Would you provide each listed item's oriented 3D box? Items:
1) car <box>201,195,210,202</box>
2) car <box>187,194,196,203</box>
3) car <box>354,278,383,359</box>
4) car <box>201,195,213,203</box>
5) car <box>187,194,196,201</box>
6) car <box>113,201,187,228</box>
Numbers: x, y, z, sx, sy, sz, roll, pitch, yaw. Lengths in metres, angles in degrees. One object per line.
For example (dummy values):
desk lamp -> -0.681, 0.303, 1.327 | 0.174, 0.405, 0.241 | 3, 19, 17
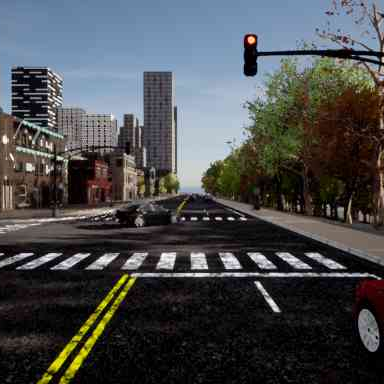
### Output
car -> 3.088, 1.476, 76.321 | 1.837, 1.490, 4.892 | 0, 0, 0
car -> -0.145, 1.507, 66.010 | 1.812, 1.442, 4.674 | 0, 0, 0
car -> 3.344, 1.477, 2.961 | 1.882, 1.535, 5.008 | 0, 0, 0
car -> 3.206, 1.528, 65.827 | 2.033, 1.411, 5.357 | 0, 0, 0
car -> -0.167, 1.286, 76.012 | 1.882, 1.535, 5.008 | 0, 0, 0
car -> -2.936, 1.501, 22.407 | 4.892, 1.490, 1.837 | 0, 2, -44
